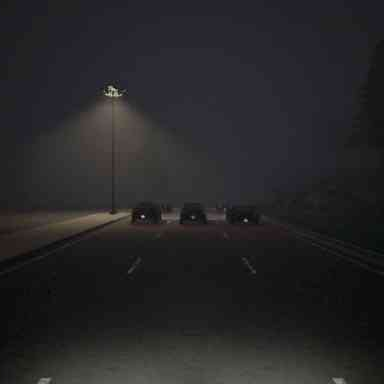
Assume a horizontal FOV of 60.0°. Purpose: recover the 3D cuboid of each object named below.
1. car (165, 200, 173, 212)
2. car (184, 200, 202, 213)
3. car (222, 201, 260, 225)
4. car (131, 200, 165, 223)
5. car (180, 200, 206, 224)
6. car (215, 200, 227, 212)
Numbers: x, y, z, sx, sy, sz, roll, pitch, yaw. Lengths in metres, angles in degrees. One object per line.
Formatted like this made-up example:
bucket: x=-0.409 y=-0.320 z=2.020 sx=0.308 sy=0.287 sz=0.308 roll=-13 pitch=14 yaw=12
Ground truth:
car: x=-3.316 y=1.601 z=38.142 sx=1.895 sy=1.301 sz=4.718 roll=0 pitch=0 yaw=2
car: x=0.189 y=1.601 z=38.347 sx=1.895 sy=1.301 sz=4.718 roll=0 pitch=0 yaw=2
car: x=3.578 y=1.601 z=24.291 sx=1.895 sy=1.301 sz=4.718 roll=0 pitch=0 yaw=0
car: x=-3.418 y=1.501 z=25.538 sx=1.837 sy=1.490 sz=4.892 roll=0 pitch=-1 yaw=0
car: x=0.071 y=1.526 z=24.956 sx=1.812 sy=1.442 sz=4.674 roll=0 pitch=0 yaw=0
car: x=3.681 y=1.601 z=38.131 sx=1.895 sy=1.301 sz=4.718 roll=0 pitch=0 yaw=2
